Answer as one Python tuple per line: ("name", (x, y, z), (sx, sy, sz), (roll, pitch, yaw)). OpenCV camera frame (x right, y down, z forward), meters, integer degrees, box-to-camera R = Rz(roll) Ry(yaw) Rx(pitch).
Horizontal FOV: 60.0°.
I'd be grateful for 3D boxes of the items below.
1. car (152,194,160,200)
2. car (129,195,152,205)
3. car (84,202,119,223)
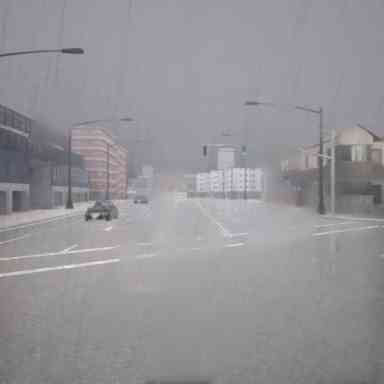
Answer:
("car", (-8.389, 1.215, 75.705), (1.895, 1.301, 4.718), (0, -1, -2))
("car", (-7.709, 1.190, 50.645), (2.128, 1.511, 4.902), (0, 1, -2))
("car", (-7.054, 1.566, 26.357), (2.128, 1.511, 4.902), (0, 0, -2))
